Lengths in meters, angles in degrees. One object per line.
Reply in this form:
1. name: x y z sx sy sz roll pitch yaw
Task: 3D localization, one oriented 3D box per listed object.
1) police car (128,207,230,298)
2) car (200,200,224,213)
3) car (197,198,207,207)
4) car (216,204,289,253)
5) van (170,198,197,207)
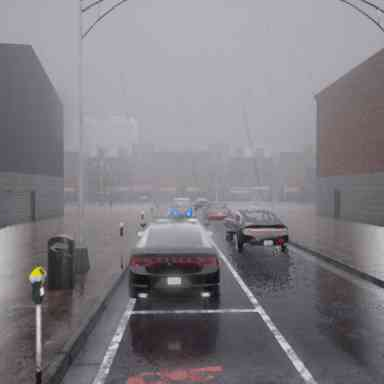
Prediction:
1. police car: -0.436 1.423 8.663 1.930 1.638 5.238 0 0 -2
2. car: 1.932 1.563 25.828 1.994 1.385 4.181 0 0 -2
3. car: 1.167 1.512 41.214 1.837 1.490 4.892 0 0 -2
4. car: 2.462 1.490 13.647 2.128 1.511 4.902 0 0 -2
5. van: -0.797 1.341 25.401 1.690 1.788 3.998 -1 0 -2
